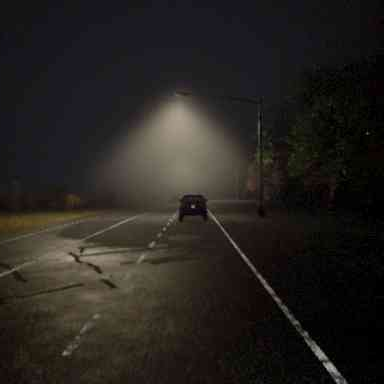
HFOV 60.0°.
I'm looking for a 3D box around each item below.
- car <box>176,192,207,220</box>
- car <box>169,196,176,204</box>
[{"bbox_3d":[0.099,1.197,27.654,2.150,2.045,5.566,0,0,0],"label":"car"},{"bbox_3d":[-3.306,1.447,62.716,1.837,1.490,4.892,0,0,2],"label":"car"}]
